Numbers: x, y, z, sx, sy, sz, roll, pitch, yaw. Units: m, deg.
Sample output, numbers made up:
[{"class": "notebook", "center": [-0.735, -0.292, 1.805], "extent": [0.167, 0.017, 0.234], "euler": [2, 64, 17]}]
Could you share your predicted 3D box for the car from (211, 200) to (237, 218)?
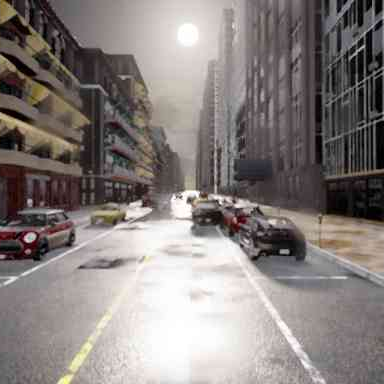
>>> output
[{"class": "car", "center": [2.704, 1.450, 28.818], "extent": [1.802, 1.307, 4.206], "euler": [1, 0, 0]}]

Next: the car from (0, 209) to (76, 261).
[{"class": "car", "center": [-5.676, 1.386, 11.865], "extent": [1.967, 1.590, 4.097], "euler": [1, 0, 0]}]

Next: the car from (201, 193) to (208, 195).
[{"class": "car", "center": [2.707, 1.279, 51.594], "extent": [1.752, 1.417, 4.829], "euler": [1, 0, 0]}]

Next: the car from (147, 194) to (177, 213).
[{"class": "car", "center": [-3.093, 1.327, 35.263], "extent": [2.128, 1.511, 4.902], "euler": [0, 0, 0]}]

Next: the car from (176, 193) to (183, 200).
[{"class": "car", "center": [-2.992, 0.954, 76.844], "extent": [1.837, 1.490, 4.892], "euler": [0, 0, 0]}]

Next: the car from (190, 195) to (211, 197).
[{"class": "car", "center": [0.903, 1.337, 30.627], "extent": [1.882, 1.535, 5.008], "euler": [0, 0, 0]}]

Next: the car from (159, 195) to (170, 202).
[{"class": "car", "center": [-5.671, 1.232, 68.380], "extent": [1.947, 1.339, 4.313], "euler": [1, 0, 0]}]

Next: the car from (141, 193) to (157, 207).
[{"class": "car", "center": [-5.670, 1.098, 45.774], "extent": [2.192, 1.841, 5.009], "euler": [1, 0, 0]}]

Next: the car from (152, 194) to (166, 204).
[{"class": "car", "center": [-5.671, 1.165, 57.076], "extent": [1.967, 1.590, 4.097], "euler": [1, 0, 0]}]

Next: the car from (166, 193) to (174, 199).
[{"class": "car", "center": [-5.669, 1.102, 85.164], "extent": [1.752, 1.417, 4.829], "euler": [1, 0, 0]}]

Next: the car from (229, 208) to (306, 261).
[{"class": "car", "center": [2.702, 1.497, 11.862], "extent": [2.008, 1.369, 4.403], "euler": [1, 0, 0]}]

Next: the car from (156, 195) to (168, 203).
[{"class": "car", "center": [-5.672, 1.240, 62.730], "extent": [1.887, 1.381, 4.507], "euler": [1, 0, 0]}]

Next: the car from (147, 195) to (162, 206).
[{"class": "car", "center": [-5.673, 1.280, 51.256], "extent": [1.752, 1.417, 4.829], "euler": [1, 0, 0]}]

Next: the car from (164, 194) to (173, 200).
[{"class": "car", "center": [-5.670, 1.151, 79.684], "extent": [1.887, 1.381, 4.507], "euler": [1, 0, 0]}]

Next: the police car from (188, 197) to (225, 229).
[{"class": "police car", "center": [0.880, 1.331, 20.735], "extent": [1.930, 1.638, 5.238], "euler": [0, 0, 0]}]

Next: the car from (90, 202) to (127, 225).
[{"class": "car", "center": [-5.676, 1.420, 22.999], "extent": [1.752, 1.417, 4.829], "euler": [1, 0, 0]}]

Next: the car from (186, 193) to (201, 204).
[{"class": "car", "center": [0.006, 1.289, 57.107], "extent": [1.994, 1.385, 4.181], "euler": [0, 0, 0]}]

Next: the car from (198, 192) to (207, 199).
[{"class": "car", "center": [2.715, 0.891, 85.330], "extent": [2.192, 1.841, 5.009], "euler": [1, 0, 0]}]

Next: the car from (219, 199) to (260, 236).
[{"class": "car", "center": [2.705, 1.361, 17.515], "extent": [1.967, 1.590, 4.097], "euler": [1, 0, 0]}]

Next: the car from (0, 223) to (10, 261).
[{"class": "car", "center": [-5.679, 1.522, 6.213], "extent": [2.008, 1.369, 4.403], "euler": [1, 0, 0]}]

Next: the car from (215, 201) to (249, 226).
[{"class": "car", "center": [2.704, 1.420, 23.336], "extent": [1.752, 1.417, 4.829], "euler": [1, 0, 0]}]

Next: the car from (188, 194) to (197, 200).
[{"class": "car", "center": [0.008, 1.115, 72.138], "extent": [1.895, 1.301, 4.718], "euler": [0, 0, 0]}]
